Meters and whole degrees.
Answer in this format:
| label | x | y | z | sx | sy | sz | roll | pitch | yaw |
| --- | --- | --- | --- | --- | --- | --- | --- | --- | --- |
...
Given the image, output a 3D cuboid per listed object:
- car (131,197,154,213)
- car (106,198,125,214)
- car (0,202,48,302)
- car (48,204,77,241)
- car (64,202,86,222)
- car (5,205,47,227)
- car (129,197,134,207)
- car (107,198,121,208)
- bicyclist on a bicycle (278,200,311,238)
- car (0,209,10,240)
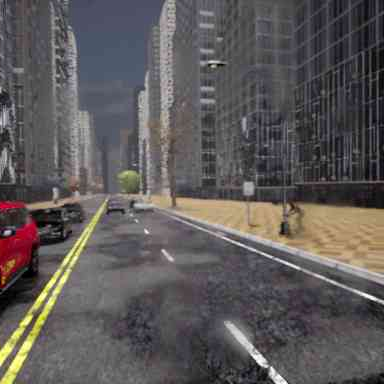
| label | x | y | z | sx | sy | sz | roll | pitch | yaw |
| --- | --- | --- | --- | --- | --- | --- | --- | --- | --- |
| car | -5.522 | 1.595 | 37.920 | 1.895 | 1.301 | 4.718 | -1 | 0 | -14 |
| car | -8.270 | 1.597 | 35.908 | 2.033 | 1.411 | 5.357 | -1 | 0 | -13 |
| car | -4.923 | 1.291 | 7.264 | 2.150 | 2.045 | 5.566 | -1 | 0 | -14 |
| car | -7.268 | 1.590 | 17.022 | 1.837 | 1.490 | 4.892 | -1 | 0 | -13 |
| car | -9.638 | 1.606 | 26.889 | 1.837 | 1.490 | 4.892 | -1 | 0 | -13 |
| car | -12.703 | 1.761 | 25.737 | 1.895 | 1.301 | 4.718 | -1 | 0 | -13 |
| car | -8.145 | 1.505 | 48.834 | 2.128 | 1.511 | 4.902 | -1 | 0 | -13 |
| car | -11.891 | 1.639 | 50.875 | 1.994 | 1.385 | 4.181 | -1 | 0 | -14 |
| bicyclist on a bicycle | 4.484 | 1.176 | 14.545 | 1.656 | 1.620 | 0.582 | -1 | 0 | -14 |
| car | -10.306 | 1.670 | 15.750 | 1.812 | 1.442 | 4.674 | -1 | 0 | -14 |
